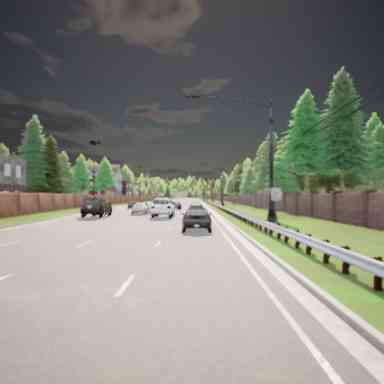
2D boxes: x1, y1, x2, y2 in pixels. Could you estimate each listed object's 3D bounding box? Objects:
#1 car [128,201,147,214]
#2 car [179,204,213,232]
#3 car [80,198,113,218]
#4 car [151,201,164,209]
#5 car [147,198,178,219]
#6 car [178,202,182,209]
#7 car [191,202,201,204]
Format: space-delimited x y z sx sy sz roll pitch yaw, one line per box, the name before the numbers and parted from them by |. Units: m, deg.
car | -6.475 2.083 42.652 1.812 1.442 4.674 0 -1 1
car | 0.315 1.805 22.233 1.837 1.490 4.892 0 -1 1
car | -10.049 1.672 35.347 2.150 2.045 5.566 0 -1 1
car | -6.283 2.333 61.264 1.812 1.442 4.674 0 -1 1
car | -3.048 1.690 35.344 2.150 2.045 5.566 0 -1 1
car | -2.815 2.337 58.139 1.994 1.385 4.181 0 -1 1
car | 0.519 2.059 42.048 2.128 1.511 4.902 0 -1 1
